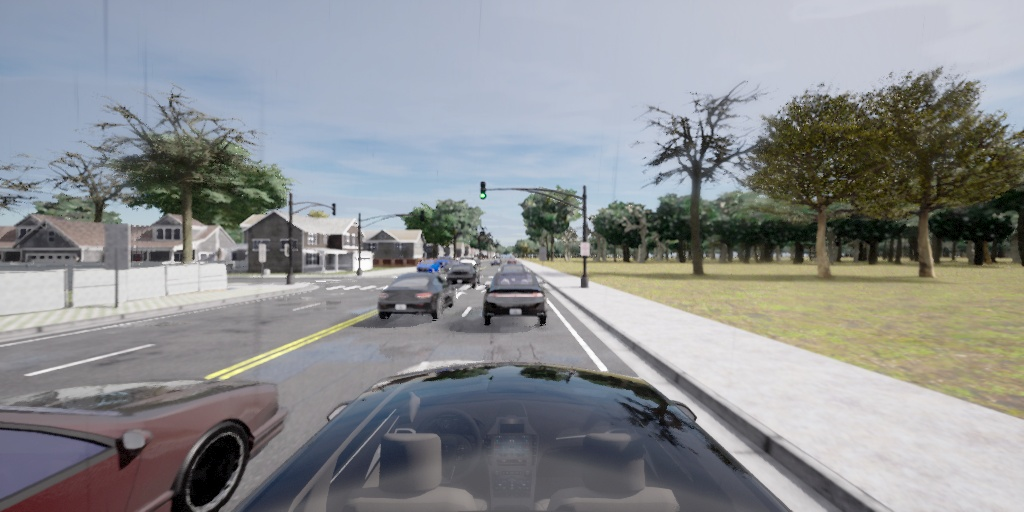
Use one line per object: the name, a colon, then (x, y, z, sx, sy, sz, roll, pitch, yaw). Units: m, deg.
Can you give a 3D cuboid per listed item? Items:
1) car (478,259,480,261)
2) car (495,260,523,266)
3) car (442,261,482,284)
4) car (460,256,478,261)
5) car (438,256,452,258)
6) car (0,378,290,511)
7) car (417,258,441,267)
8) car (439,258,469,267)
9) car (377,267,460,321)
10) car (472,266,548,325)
car: (-6.566, 1.308, 64.643, 1.837, 1.490, 4.892, 0, 0, 1)
car: (0.069, 1.256, 24.138, 1.882, 1.535, 5.008, 0, 0, 0)
car: (-3.169, 1.284, 24.150, 1.837, 1.490, 4.892, 0, 0, 0)
car: (-6.631, 1.020, 52.056, 2.150, 2.045, 5.566, 0, 0, 0)
car: (-9.877, 1.020, 52.277, 2.150, 2.045, 5.566, 0, 0, 0)
car: (-3.156, 1.296, 1.106, 2.033, 1.411, 5.357, 0, 0, 0)
car: (-9.866, 1.272, 42.472, 1.882, 1.535, 5.008, 0, 0, 1)
car: (-6.629, 1.285, 41.390, 2.128, 1.511, 4.902, 0, 0, 0)
car: (-3.153, 1.290, 12.472, 1.812, 1.442, 4.674, 0, 0, 0)
car: (0.092, 1.254, 11.823, 2.128, 1.511, 4.902, 0, 0, 0)
